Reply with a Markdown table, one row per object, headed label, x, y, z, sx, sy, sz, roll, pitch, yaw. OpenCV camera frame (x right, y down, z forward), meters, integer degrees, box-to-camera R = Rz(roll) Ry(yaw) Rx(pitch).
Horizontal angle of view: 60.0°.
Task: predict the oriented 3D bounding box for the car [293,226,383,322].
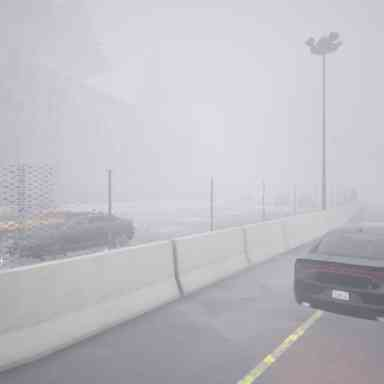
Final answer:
| label | x | y | z | sx | sy | sz | roll | pitch | yaw |
| --- | --- | --- | --- | --- | --- | --- | --- | --- | --- |
| car | 3.827 | 1.475 | 7.243 | 1.882 | 1.535 | 5.008 | 0 | 0 | 37 |

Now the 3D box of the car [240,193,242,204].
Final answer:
| label | x | y | z | sx | sy | sz | roll | pitch | yaw |
| --- | --- | --- | --- | --- | --- | --- | --- | --- | --- |
| car | 9.305 | 1.222 | 57.977 | 2.150 | 2.045 | 5.566 | 0 | 0 | 21 |

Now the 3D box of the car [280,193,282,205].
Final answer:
| label | x | y | z | sx | sy | sz | roll | pitch | yaw |
| --- | --- | --- | --- | --- | --- | --- | --- | --- | --- |
| car | 13.839 | 1.212 | 50.575 | 2.150 | 2.045 | 5.566 | 0 | 0 | 23 |
